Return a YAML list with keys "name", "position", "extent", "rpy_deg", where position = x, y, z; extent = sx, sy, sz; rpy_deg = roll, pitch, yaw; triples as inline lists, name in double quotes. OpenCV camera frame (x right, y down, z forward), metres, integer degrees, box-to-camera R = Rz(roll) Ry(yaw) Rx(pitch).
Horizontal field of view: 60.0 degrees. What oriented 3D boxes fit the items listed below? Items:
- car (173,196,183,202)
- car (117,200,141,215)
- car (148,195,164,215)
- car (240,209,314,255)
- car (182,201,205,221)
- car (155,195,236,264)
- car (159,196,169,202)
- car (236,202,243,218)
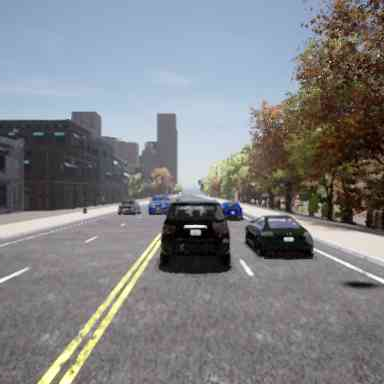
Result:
- name: "car"
  position: [-3.142, 1.620, 76.677]
  extent: [2.033, 1.411, 5.357]
  rpy_deg: [0, 0, 0]
- name: "car"
  position: [-6.548, 1.604, 35.040]
  extent: [1.837, 1.490, 4.892]
  rpy_deg: [0, 0, 0]
- name: "car"
  position: [-3.298, 1.328, 35.216]
  extent: [2.150, 2.045, 5.566]
  rpy_deg: [0, -1, 0]
- name: "car"
  position: [3.359, 1.610, 13.526]
  extent: [1.994, 1.385, 4.181]
  rpy_deg: [0, 0, 0]
- name: "car"
  position: [0.133, 1.616, 29.345]
  extent: [1.812, 1.442, 4.674]
  rpy_deg: [0, 0, 0]
- name: "car"
  position: [0.108, 1.260, 12.173]
  extent: [2.150, 2.045, 5.566]
  rpy_deg: [0, 0, 0]
- name: "car"
  position: [-6.392, 1.616, 76.682]
  extent: [2.033, 1.411, 5.357]
  rpy_deg: [0, 0, 0]
- name: "car"
  position: [3.385, 1.573, 29.899]
  extent: [1.882, 1.535, 5.008]
  rpy_deg: [0, 0, 0]
